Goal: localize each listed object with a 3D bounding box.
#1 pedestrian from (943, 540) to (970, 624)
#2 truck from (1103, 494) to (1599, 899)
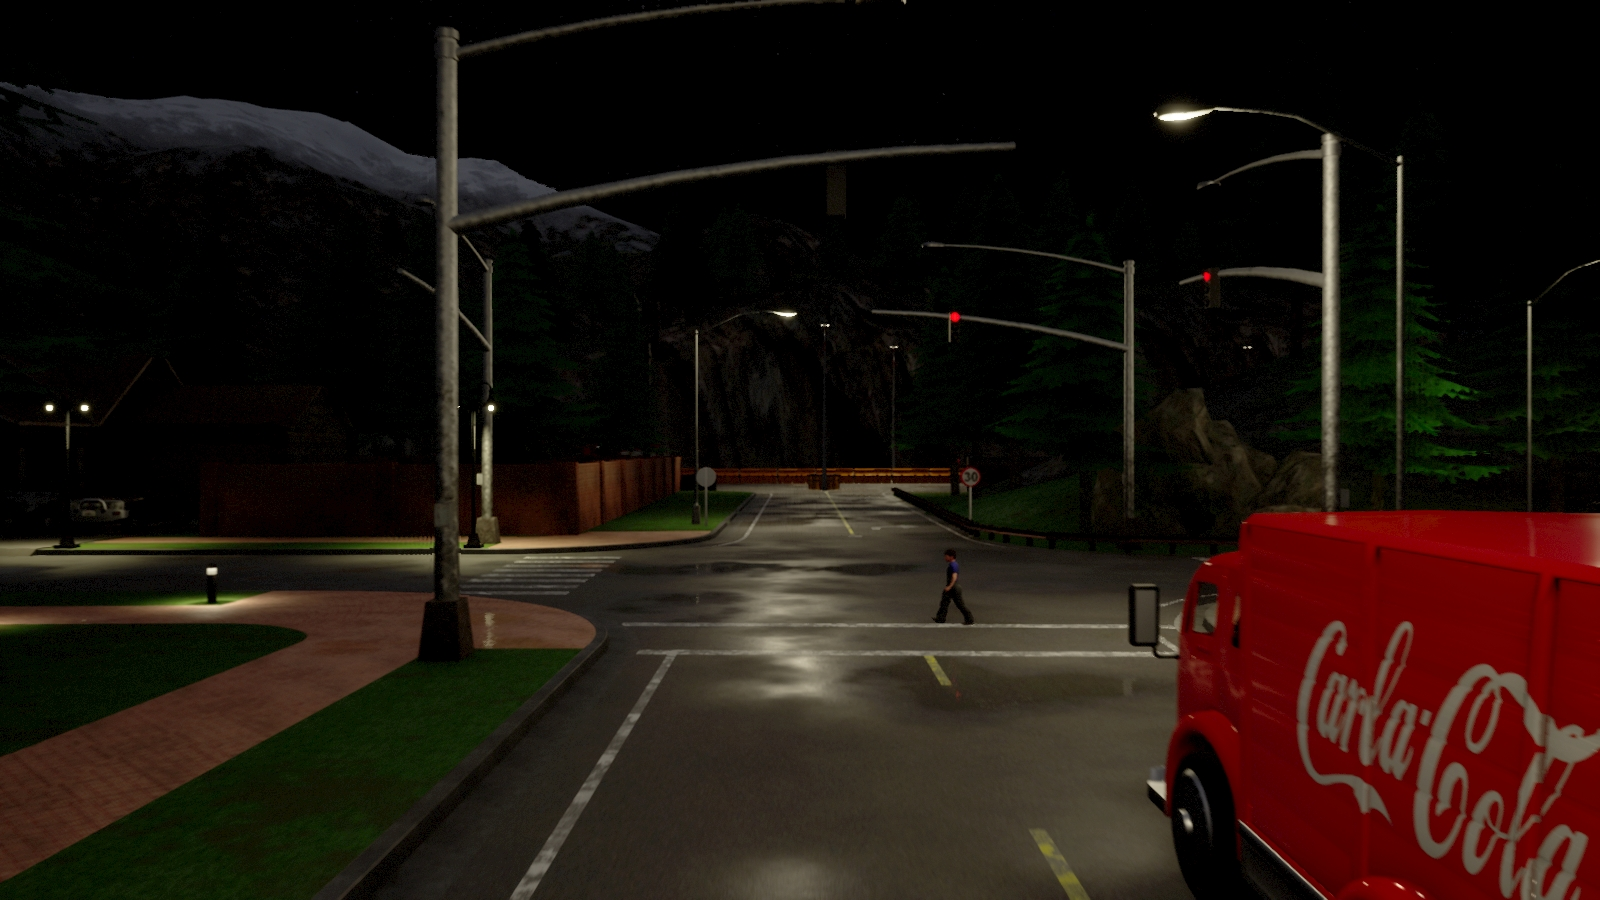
[{"bbox_3d":[2.505,2.109,18.294,0.375,1.300,0.375,0,0,0],"label":"pedestrian"},{"bbox_3d":[3.503,1.548,5.627,2.627,2.467,5.204,0,0,0],"label":"truck"}]
